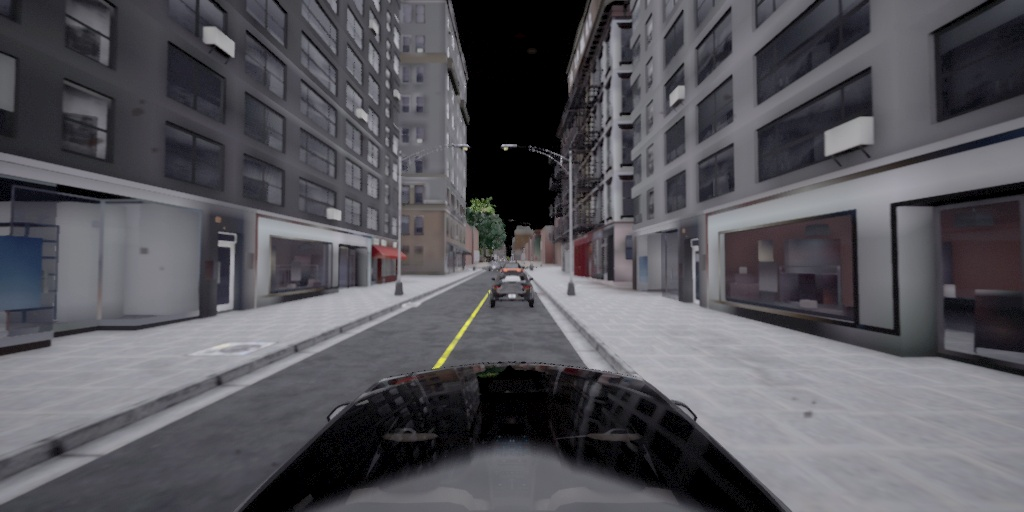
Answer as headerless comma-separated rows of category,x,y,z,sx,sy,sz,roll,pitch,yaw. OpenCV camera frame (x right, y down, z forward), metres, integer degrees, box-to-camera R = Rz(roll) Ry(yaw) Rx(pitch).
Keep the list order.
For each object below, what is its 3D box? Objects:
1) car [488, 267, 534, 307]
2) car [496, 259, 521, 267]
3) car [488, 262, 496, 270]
car,0.013,1.404,16.232,1.812,1.442,4.674,0,0,0
car,0.016,1.337,30.942,2.097,1.767,4.553,0,-1,0
car,-2.728,1.628,56.314,2.128,1.511,4.902,0,0,0
